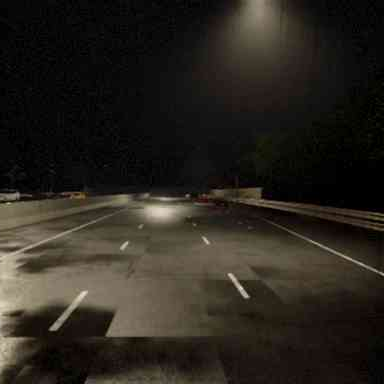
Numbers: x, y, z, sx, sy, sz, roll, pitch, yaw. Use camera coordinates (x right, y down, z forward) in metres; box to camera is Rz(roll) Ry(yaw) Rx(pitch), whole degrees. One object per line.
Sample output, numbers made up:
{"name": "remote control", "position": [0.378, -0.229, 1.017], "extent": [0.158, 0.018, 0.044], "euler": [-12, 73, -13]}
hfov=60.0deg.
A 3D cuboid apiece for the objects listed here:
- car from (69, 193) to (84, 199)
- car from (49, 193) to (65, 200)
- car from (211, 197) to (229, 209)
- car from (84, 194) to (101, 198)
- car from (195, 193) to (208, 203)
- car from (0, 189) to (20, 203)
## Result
{"name": "car", "position": [-21.672, 0.999, 62.959], "extent": [1.882, 1.535, 5.008], "euler": [1, 0, -3]}
{"name": "car", "position": [-25.120, 0.930, 62.058], "extent": [2.128, 1.511, 4.902], "euler": [1, 0, -4]}
{"name": "car", "position": [3.920, 1.461, 46.691], "extent": [1.812, 1.442, 4.674], "euler": [1, 0, -4]}
{"name": "car", "position": [-18.128, 1.088, 62.303], "extent": [1.837, 1.490, 4.892], "euler": [1, 0, -3]}
{"name": "car", "position": [2.303, 1.484, 71.942], "extent": [1.882, 1.535, 5.008], "euler": [1, 0, -4]}
{"name": "car", "position": [-27.860, 0.597, 49.638], "extent": [2.150, 2.045, 5.566], "euler": [1, 0, -3]}
